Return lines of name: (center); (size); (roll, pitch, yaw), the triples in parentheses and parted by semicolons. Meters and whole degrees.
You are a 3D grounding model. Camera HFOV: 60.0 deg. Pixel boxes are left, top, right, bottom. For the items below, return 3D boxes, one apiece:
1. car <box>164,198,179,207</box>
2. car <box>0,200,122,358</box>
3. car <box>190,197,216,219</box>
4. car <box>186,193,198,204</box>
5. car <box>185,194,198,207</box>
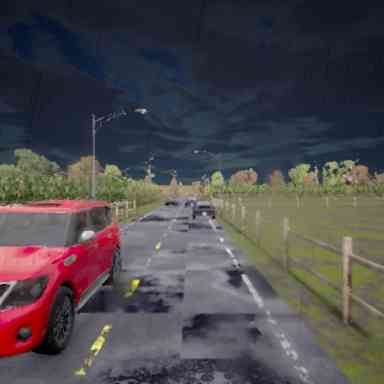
car: (-2.843, 1.453, 47.155); (1.895, 1.301, 4.718); (0, 0, 0)
car: (-2.851, 1.204, 6.398); (2.150, 2.045, 5.566); (0, 0, 0)
car: (0.954, 1.422, 28.178); (1.837, 1.490, 4.892); (0, 0, 0)
car: (-0.015, 1.153, 60.054); (2.097, 1.767, 4.553); (0, 0, 0)
car: (0.001, 1.375, 47.978); (1.812, 1.442, 4.674); (0, 0, 0)
